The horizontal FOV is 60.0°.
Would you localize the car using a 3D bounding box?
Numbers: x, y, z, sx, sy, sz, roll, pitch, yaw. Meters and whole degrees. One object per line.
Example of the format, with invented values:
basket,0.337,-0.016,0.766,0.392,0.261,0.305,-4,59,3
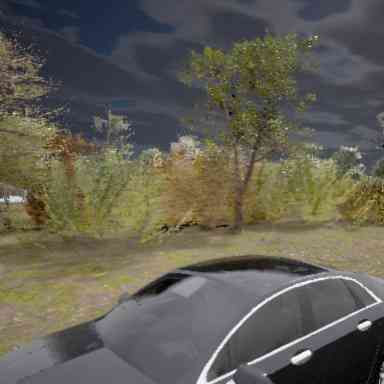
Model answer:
car,0.402,1.510,3.358,4.892,1.490,1.837,0,0,-36
